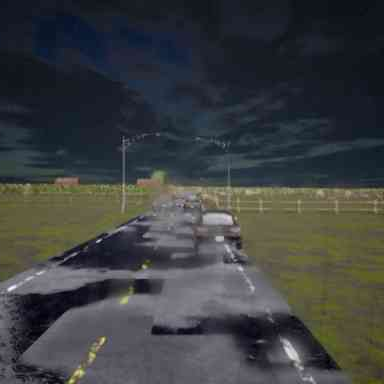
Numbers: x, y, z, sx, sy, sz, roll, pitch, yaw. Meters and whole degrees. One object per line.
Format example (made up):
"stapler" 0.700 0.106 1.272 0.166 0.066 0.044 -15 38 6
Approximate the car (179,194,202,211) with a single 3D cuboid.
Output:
"car" 0.044 1.287 36.530 2.128 1.511 4.902 0 0 0

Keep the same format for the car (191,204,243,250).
"car" 0.965 1.450 13.866 1.812 1.442 4.674 0 0 0

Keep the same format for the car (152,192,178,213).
"car" -2.838 1.158 34.460 2.097 1.767 4.553 0 0 0

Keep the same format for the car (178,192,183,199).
"car" -2.738 0.751 76.133 2.097 1.767 4.553 0 0 0
